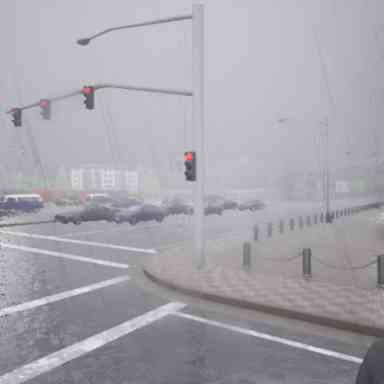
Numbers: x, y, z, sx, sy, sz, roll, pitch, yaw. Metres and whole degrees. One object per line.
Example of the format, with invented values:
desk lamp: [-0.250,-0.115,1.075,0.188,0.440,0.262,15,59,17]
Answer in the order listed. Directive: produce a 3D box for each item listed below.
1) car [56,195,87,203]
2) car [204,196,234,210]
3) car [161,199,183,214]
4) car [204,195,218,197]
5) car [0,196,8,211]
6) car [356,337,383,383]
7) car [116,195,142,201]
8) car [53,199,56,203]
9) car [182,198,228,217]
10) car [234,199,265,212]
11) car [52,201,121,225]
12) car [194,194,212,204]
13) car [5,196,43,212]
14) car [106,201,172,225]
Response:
car: [-23.956,1.503,66.168,1.932,1.855,4.605,0,0,36]
car: [3.926,1.631,42.410,1.882,1.535,5.008,0,0,36]
car: [-2.096,1.706,34.122,2.033,1.411,5.357,0,0,36]
car: [4.535,1.372,67.032,1.932,1.855,4.605,0,0,36]
car: [-26.159,1.677,49.189,1.784,1.438,3.905,0,0,36]
car: [3.082,1.554,1.763,4.181,1.385,1.994,0,0,36]
car: [-10.256,1.654,56.273,1.970,1.475,3.806,0,0,36]
car: [-26.256,1.729,67.928,1.784,1.438,3.905,0,0,36]
car: [1.365,1.665,32.915,1.812,1.442,4.674,0,0,36]
car: [7.472,1.639,41.330,1.837,1.490,4.892,0,0,36]
car: [-8.008,1.712,25.967,2.033,1.411,5.357,0,0,36]
car: [2.230,1.391,68.783,1.905,1.878,3.866,0,0,36]
car: [-23.822,1.693,47.480,1.970,1.475,3.806,0,0,36]
car: [-3.947,1.670,25.571,1.812,1.442,4.674,0,0,36]
